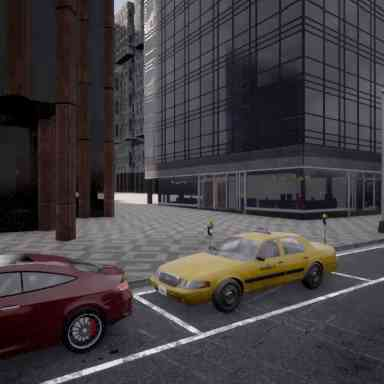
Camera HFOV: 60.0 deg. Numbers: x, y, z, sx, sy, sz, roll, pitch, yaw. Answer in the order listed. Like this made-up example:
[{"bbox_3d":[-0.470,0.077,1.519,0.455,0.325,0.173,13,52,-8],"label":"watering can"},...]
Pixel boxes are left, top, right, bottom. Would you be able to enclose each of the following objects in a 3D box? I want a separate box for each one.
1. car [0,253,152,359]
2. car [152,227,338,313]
[{"bbox_3d":[-2.886,1.582,4.591,4.206,1.307,1.802,0,0,-35],"label":"car"},{"bbox_3d":[1.411,1.525,7.638,4.829,1.417,1.752,0,0,-35],"label":"car"}]
